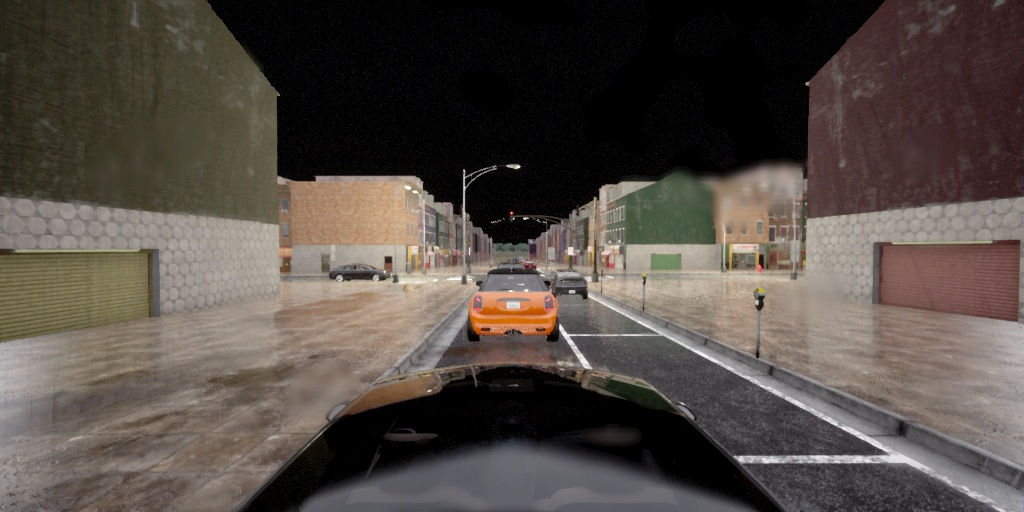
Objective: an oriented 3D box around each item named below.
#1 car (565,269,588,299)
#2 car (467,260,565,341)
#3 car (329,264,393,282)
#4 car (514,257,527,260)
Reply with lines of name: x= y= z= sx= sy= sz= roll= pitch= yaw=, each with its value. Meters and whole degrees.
car: x=2.581 y=1.297 z=17.546 sx=2.007 sy=1.370 sz=4.403 roll=0 pitch=0 yaw=0
car: x=0.037 y=1.100 z=9.973 sx=2.097 sy=1.767 sz=4.553 roll=0 pitch=0 yaw=0
car: x=-12.336 y=1.366 z=29.421 sx=4.892 sy=1.490 sz=1.837 roll=0 pitch=1 yaw=-2
car: x=-0.064 y=1.099 z=19.864 sx=2.097 sy=1.767 sz=4.553 roll=0 pitch=0 yaw=0
